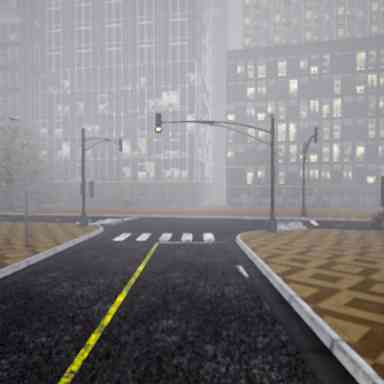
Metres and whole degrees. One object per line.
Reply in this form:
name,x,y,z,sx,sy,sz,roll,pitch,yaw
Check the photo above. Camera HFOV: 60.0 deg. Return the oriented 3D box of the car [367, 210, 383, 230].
car,12.841,1.583,19.820,4.181,1.385,1.994,0,1,14
